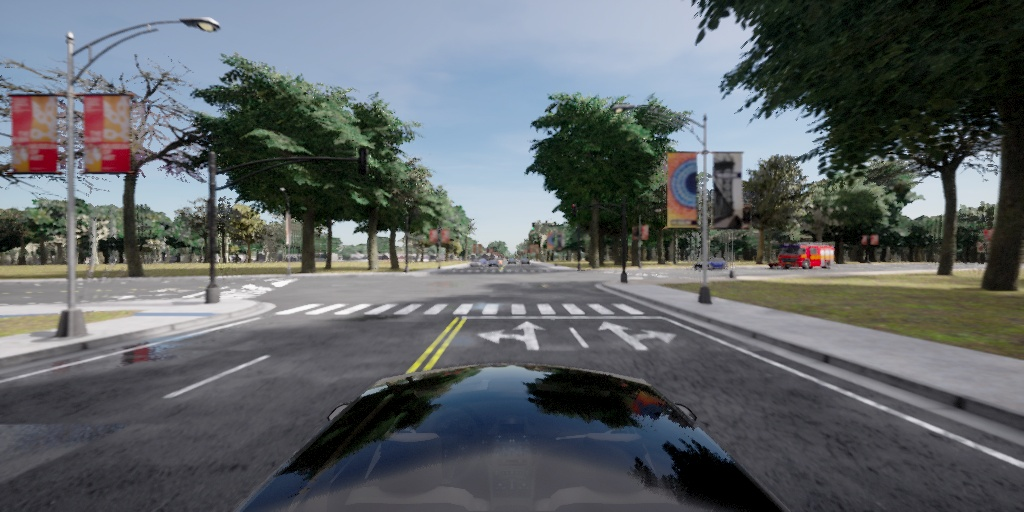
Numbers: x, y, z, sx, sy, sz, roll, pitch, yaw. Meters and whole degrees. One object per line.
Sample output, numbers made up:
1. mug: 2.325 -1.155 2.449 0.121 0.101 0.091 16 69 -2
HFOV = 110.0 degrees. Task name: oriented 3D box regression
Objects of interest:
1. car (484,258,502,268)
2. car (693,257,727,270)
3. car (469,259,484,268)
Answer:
1. car: -3.249 1.314 63.480 2.033 1.411 5.357 0 0 1
2. car: 26.845 1.007 48.583 4.553 1.767 2.097 0 0 -23
3. car: -6.502 1.367 63.472 1.895 1.301 4.718 0 0 1
